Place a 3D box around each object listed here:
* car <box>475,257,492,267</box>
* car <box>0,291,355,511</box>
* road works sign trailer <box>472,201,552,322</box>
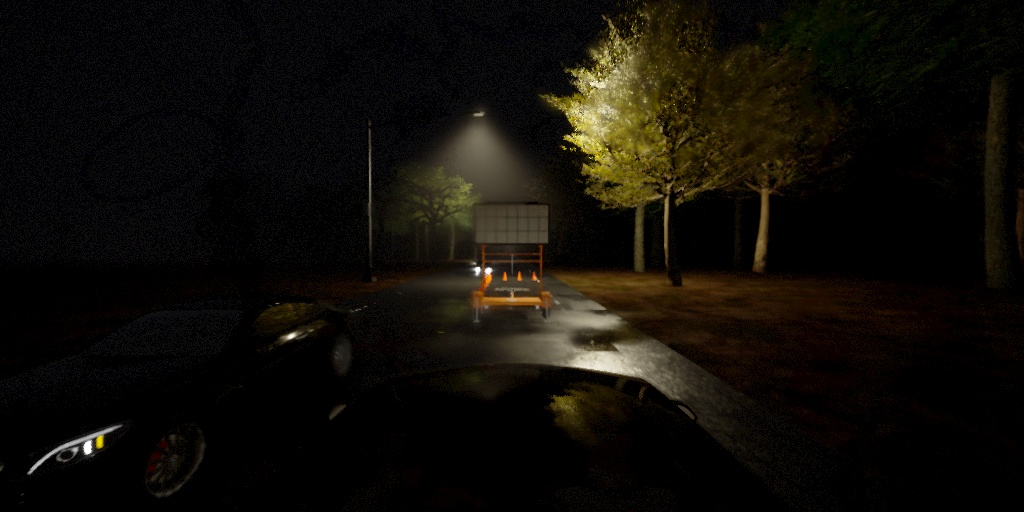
[{"bbox_3d":[-3.576,0.724,46.028,1.895,1.301,4.718,0,1,0],"label":"car"},{"bbox_3d":[-3.598,1.231,4.438,1.812,1.442,4.674,0,1,0],"label":"car"},{"bbox_3d":[0.009,0.057,11.516,2.380,3.560,2.880,0,0,0],"label":"road works sign trailer"}]
